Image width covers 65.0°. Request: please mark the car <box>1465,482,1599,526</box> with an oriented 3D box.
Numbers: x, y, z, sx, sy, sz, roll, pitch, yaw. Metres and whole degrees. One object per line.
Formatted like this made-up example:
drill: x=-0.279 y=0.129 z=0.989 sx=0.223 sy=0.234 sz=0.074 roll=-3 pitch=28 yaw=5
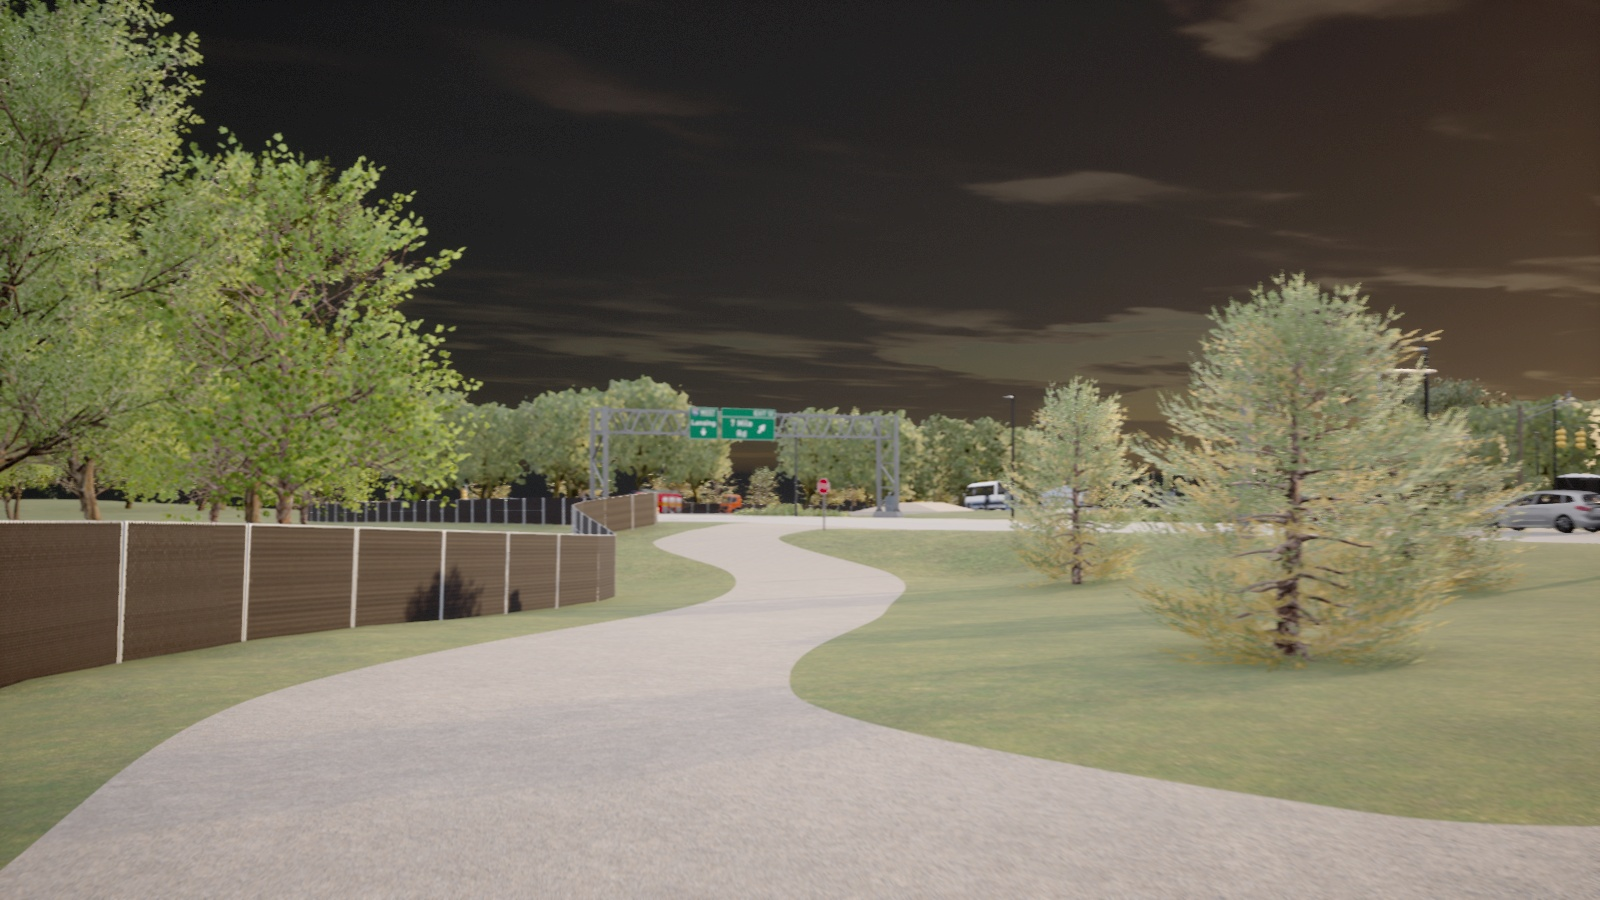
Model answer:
car: x=29.404 y=2.139 z=50.013 sx=2.242 sy=1.667 sz=4.611 roll=0 pitch=-3 yaw=-30
